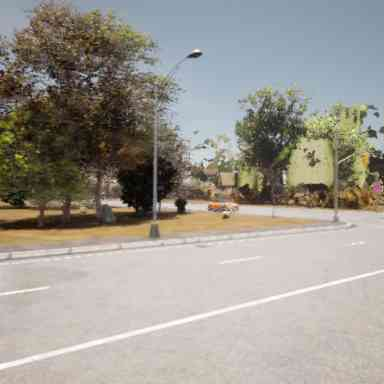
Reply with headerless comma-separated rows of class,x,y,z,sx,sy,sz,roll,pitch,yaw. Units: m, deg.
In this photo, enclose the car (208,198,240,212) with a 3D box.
car,4.085,1.634,43.054,2.097,1.767,4.553,1,0,-38
